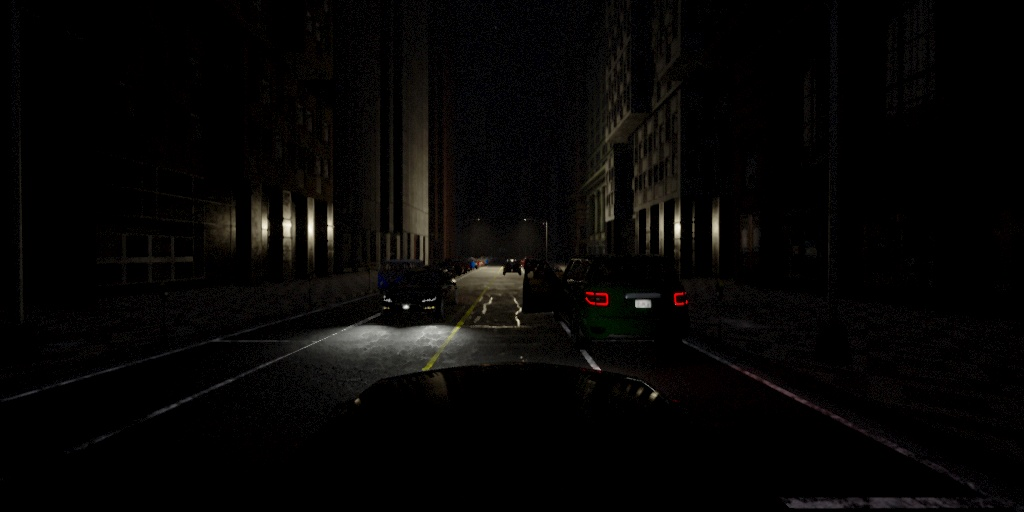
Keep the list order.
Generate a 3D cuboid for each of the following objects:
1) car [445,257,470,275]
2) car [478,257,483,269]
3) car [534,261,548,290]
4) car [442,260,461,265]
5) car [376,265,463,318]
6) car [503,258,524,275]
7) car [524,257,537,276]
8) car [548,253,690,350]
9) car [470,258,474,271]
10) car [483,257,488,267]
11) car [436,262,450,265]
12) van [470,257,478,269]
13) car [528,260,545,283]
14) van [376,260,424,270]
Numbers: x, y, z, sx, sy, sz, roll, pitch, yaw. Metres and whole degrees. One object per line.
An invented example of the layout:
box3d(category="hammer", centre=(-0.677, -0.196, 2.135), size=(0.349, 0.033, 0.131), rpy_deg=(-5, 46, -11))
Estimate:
box3d(category="car", centre=(-5.834, 1.035, 36.012), size=(2.192, 1.841, 5.009), rpy_deg=(0, 0, 0))
box3d(category="car", centre=(-5.869, 1.147, 52.923), size=(1.967, 1.591, 4.097), rpy_deg=(0, 0, 0))
box3d(category="car", centre=(2.715, 1.255, 24.938), size=(1.751, 1.417, 4.829), rpy_deg=(0, 0, 0))
box3d(category="car", centre=(-5.822, 1.291, 30.376), size=(1.948, 1.339, 4.313), rpy_deg=(0, 0, 0))
box3d(category="car", centre=(-3.123, 1.245, 12.980), size=(1.837, 1.490, 4.892), rpy_deg=(0, 0, 0))
box3d(category="car", centre=(0.005, 1.245, 37.843), size=(1.812, 1.442, 4.674), rpy_deg=(0, 0, 0))
box3d(category="car", centre=(2.680, 1.156, 41.676), size=(1.967, 1.591, 4.097), rpy_deg=(0, 0, 0))
box3d(category="car", centre=(2.379, 0.964, 9.202), size=(2.150, 2.045, 5.566), rpy_deg=(0, 0, 0))
box3d(category="car", centre=(-5.845, 1.261, 41.649), size=(1.888, 1.381, 4.507), rpy_deg=(0, 0, 0))
box3d(category="car", centre=(-5.892, 1.138, 64.196), size=(1.967, 1.591, 4.097), rpy_deg=(0, 0, 0))
box3d(category="car", centre=(-5.810, 1.296, 24.739), size=(1.948, 1.339, 4.313), rpy_deg=(0, 0, 0))
box3d(category="van", centre=(-5.857, 1.052, 47.286), size=(1.690, 1.789, 3.998), rpy_deg=(0, 0, 0))
box3d(category="car", centre=(2.703, 1.276, 30.404), size=(2.007, 1.370, 4.403), rpy_deg=(0, 0, 0))
box3d(category="van", centre=(-5.798, 1.076, 19.102), size=(1.690, 1.789, 3.998), rpy_deg=(0, 0, 0))
